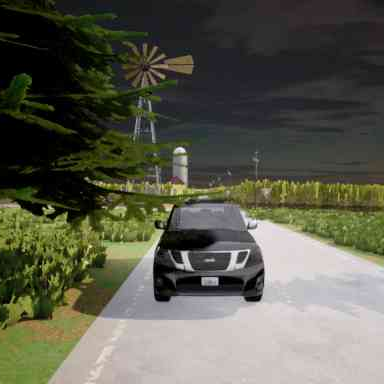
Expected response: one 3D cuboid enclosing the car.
[{"bbox_3d":[0.333,1.221,8.623,2.150,2.045,5.566,0,0,0],"label":"car"}]
